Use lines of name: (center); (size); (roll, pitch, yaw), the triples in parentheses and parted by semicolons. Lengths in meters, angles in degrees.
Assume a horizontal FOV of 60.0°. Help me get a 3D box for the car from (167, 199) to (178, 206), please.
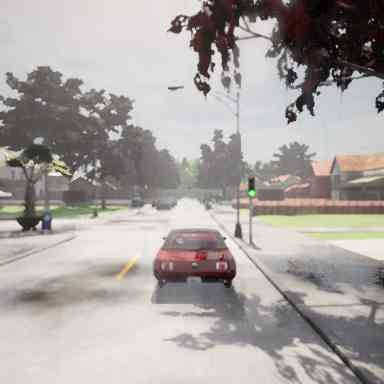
car: (-4.023, 2.184, 69.299); (2.033, 1.411, 5.357); (0, -1, 0)

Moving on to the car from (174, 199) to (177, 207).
car: (-4.086, 2.112, 58.939); (1.994, 1.385, 4.181); (0, -1, 0)

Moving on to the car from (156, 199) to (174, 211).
car: (-4.113, 2.056, 48.947); (1.895, 1.301, 4.718); (0, -1, 0)

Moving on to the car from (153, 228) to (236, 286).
car: (0.070, 1.691, 9.607); (1.895, 1.301, 4.718); (0, -1, 0)
